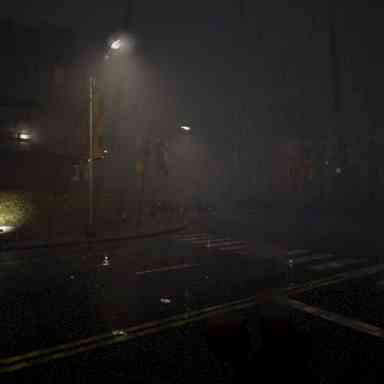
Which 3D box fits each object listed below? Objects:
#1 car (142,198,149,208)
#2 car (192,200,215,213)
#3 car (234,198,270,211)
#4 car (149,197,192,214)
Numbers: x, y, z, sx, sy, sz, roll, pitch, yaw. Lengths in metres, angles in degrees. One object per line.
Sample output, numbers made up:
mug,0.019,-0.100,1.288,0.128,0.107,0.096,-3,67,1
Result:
car,-5.089,1.492,45.125,2.128,1.511,4.902,0,0,-34
car,0.711,1.564,36.697,1.994,1.385,4.181,0,0,-35
car,7.372,1.477,41.465,1.882,1.535,5.008,0,0,-35
car,-2.373,1.526,35.002,1.812,1.442,4.674,0,0,-35
